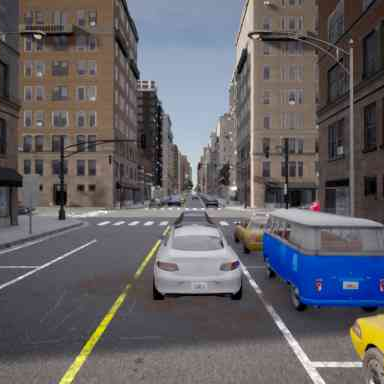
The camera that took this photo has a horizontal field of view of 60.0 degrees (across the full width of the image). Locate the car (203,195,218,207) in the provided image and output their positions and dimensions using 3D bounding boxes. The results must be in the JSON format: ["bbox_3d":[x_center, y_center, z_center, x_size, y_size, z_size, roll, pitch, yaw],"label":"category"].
[{"bbox_3d":[3.044,1.570,50.806,1.947,1.339,4.313,1,0,1],"label":"car"}]

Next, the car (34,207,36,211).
[{"bbox_3d":[-17.824,1.371,32.369,4.892,1.490,1.837,0,-1,0],"label":"car"}]

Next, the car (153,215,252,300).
[{"bbox_3d":[0.085,1.527,8.305,1.812,1.442,4.674,0,0,-1],"label":"car"}]

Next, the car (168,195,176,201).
[{"bbox_3d":[-5.024,1.526,83.923,1.752,1.417,4.829,1,0,1],"label":"car"}]

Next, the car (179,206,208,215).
[{"bbox_3d":[0.108,1.566,15.653,1.994,1.385,4.181,0,0,0],"label":"car"}]

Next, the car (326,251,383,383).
[{"bbox_3d":[2.678,1.526,1.966,1.752,1.417,4.829,1,0,0],"label":"car"}]

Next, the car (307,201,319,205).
[{"bbox_3d":[15.592,1.356,35.566,5.566,2.045,2.150,0,-1,0],"label":"car"}]

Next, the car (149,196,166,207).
[{"bbox_3d":[-5.482,1.587,50.920,1.802,1.307,4.206,1,0,1],"label":"car"}]

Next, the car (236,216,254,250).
[{"bbox_3d":[2.689,1.527,13.313,1.752,1.417,4.829,1,0,0],"label":"car"}]

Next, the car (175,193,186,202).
[{"bbox_3d":[-2.543,1.482,61.907,1.882,1.535,5.008,0,0,1],"label":"car"}]

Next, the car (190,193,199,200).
[{"bbox_3d":[0.936,1.522,91.853,1.812,1.442,4.674,0,0,1],"label":"car"}]

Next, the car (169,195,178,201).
[{"bbox_3d":[-4.946,1.565,89.621,1.947,1.339,4.313,1,0,1],"label":"car"}]

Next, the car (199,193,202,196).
[{"bbox_3d":[3.579,1.549,89.517,2.008,1.369,4.403,1,0,1],"label":"car"}]

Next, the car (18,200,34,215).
[{"bbox_3d":[-16.813,1.366,29.112,4.674,1.442,1.812,0,-1,2],"label":"car"}]

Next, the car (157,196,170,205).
[{"bbox_3d":[-5.328,1.555,61.977,2.008,1.369,4.403,1,0,1],"label":"car"}]

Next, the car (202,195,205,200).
[{"bbox_3d":[3.120,1.549,56.336,1.887,1.381,4.507,1,0,1],"label":"car"}]

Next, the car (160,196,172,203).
[{"bbox_3d":[-5.251,1.549,67.506,1.887,1.381,4.507,1,0,1],"label":"car"}]

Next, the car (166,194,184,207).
[{"bbox_3d":[-2.702,1.483,52.247,1.882,1.535,5.008,0,0,1],"label":"car"}]

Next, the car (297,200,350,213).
[{"bbox_3d":[15.241,1.712,38.814,5.357,1.411,2.033,0,-1,0],"label":"car"}]

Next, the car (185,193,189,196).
[{"bbox_3d":[-2.338,1.358,72.034,2.097,1.767,4.553,0,0,1],"label":"car"}]

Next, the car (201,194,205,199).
[{"bbox_3d":[3.196,1.554,61.866,2.008,1.369,4.403,1,0,1],"label":"car"}]

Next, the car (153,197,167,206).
[{"bbox_3d":[-5.405,1.571,56.449,1.947,1.339,4.313,1,0,1],"label":"car"}]

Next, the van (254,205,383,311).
[{"bbox_3d":[2.685,1.342,7.469,1.690,1.788,3.998,1,0,0],"label":"van"}]
